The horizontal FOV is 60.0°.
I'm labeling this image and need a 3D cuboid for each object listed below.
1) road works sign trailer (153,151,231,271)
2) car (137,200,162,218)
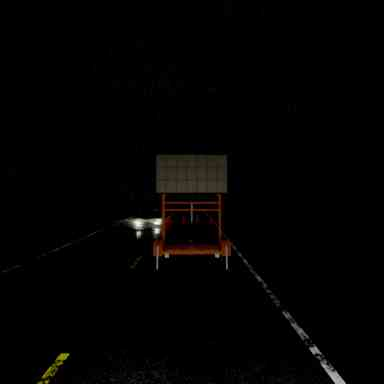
[{"bbox_3d":[-0.009,0.463,10.937,2.380,3.560,2.880,0,0,-1],"label":"road works sign trailer"},{"bbox_3d":[-3.781,1.476,30.193,1.882,1.535,5.008,0,0,-1],"label":"car"}]
